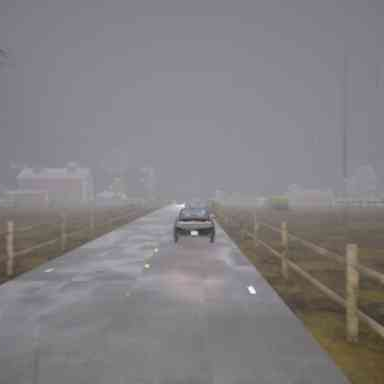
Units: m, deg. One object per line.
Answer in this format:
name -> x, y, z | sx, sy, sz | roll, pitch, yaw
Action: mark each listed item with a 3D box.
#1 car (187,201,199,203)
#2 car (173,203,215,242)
car -> 0.107, 1.663, 35.460 | 2.033, 1.411, 5.357 | 0, 0, 0
car -> 0.102, 1.512, 16.340 | 2.128, 1.511, 4.902 | 0, 0, 0
